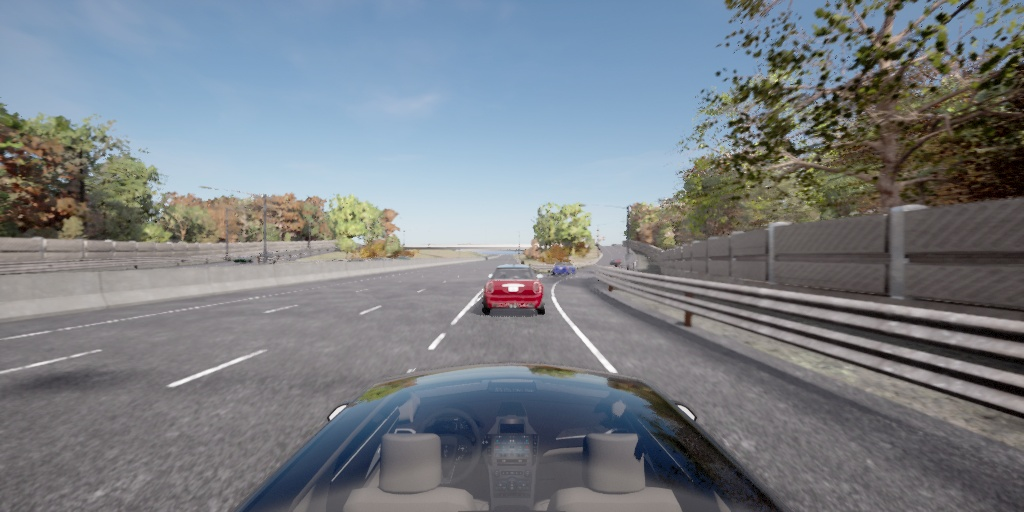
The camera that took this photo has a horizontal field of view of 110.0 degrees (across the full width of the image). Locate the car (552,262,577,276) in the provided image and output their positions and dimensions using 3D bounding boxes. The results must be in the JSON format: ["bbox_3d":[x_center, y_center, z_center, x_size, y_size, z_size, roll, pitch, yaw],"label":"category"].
[{"bbox_3d":[6.483,1.531,43.813,2.097,1.767,4.553,0,-1,22],"label":"car"}]

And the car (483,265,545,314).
[{"bbox_3d":[0.137,1.110,13.968,2.097,1.767,4.553,0,0,2],"label":"car"}]
